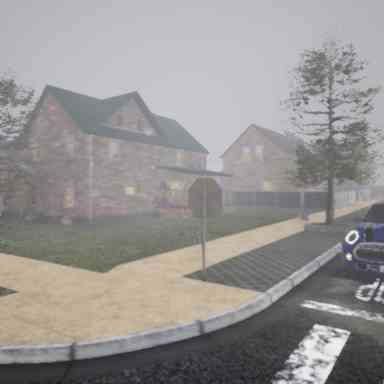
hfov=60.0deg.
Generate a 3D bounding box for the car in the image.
[{"bbox_3d":[5.594,1.036,8.981,2.097,1.767,4.553,0,2,37],"label":"car"}]
